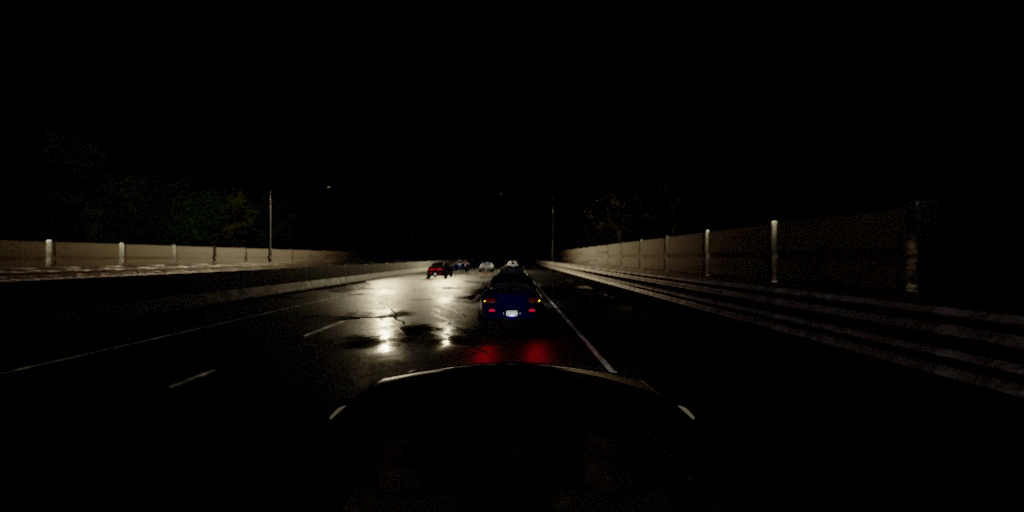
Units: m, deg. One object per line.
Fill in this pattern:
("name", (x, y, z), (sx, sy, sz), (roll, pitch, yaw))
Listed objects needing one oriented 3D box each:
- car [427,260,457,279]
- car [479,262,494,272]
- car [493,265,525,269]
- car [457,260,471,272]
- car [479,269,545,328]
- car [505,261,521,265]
("car", (-6.914, 1.376, 34.648), (1.837, 1.490, 4.892), (0, 0, 0))
("car", (-3.424, 1.522, 49.715), (1.895, 1.301, 4.718), (0, 0, 0))
("car", (-0.010, 1.427, 22.492), (1.895, 1.301, 4.718), (0, 0, 0))
("car", (-6.924, 1.272, 49.463), (2.097, 1.767, 4.553), (0, 0, 0))
("car", (-0.006, 1.311, 11.480), (1.812, 1.442, 4.674), (0, 0, 0))
("car", (0.085, 1.355, 32.186), (2.128, 1.511, 4.902), (0, 0, 0))
